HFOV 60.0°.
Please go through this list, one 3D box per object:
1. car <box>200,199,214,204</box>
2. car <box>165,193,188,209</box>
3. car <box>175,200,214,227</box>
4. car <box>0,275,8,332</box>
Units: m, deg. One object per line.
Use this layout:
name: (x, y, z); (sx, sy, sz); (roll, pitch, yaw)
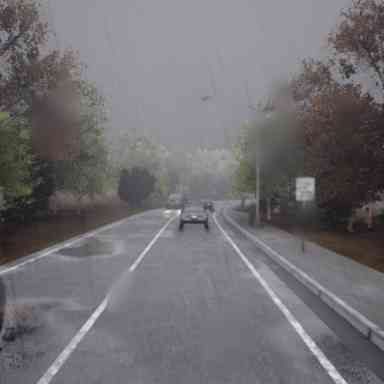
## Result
car: (1.812, 1.559, 43.378); (1.895, 1.301, 4.718); (1, 0, 9)
car: (-1.924, 1.136, 43.235); (2.150, 2.045, 5.566); (1, 0, 9)
car: (0.147, 1.512, 22.242); (2.033, 1.411, 5.357); (0, 0, 1)
car: (-3.590, 1.501, 2.878); (1.837, 1.490, 4.892); (0, 0, 0)
